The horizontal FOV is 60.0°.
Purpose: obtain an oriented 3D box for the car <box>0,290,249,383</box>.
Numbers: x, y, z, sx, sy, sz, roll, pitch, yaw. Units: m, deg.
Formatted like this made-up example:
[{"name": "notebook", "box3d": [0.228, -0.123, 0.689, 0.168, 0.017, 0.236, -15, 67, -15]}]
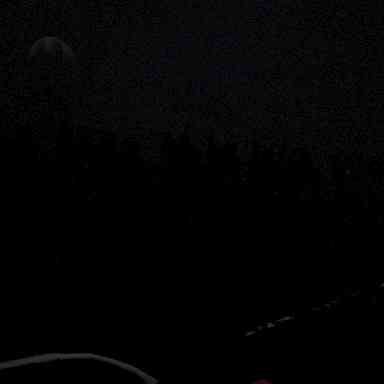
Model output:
[{"name": "car", "box3d": [-1.830, 1.494, 1.764, 4.902, 1.511, 2.128, 0, 0, -36]}]
